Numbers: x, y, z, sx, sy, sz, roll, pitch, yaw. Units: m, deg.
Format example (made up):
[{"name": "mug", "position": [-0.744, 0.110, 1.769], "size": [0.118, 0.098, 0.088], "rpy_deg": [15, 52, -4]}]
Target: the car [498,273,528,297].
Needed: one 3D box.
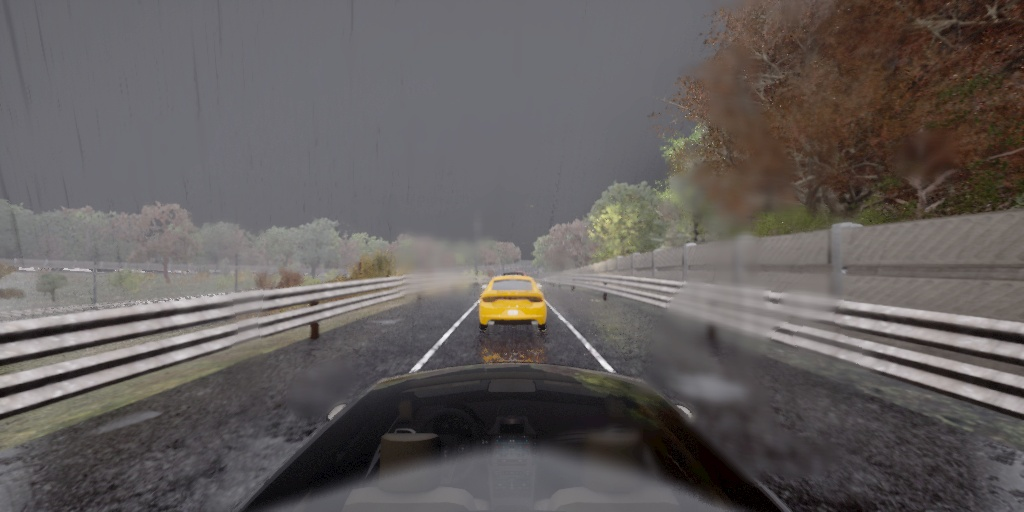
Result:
[{"name": "car", "position": [0.096, 1.906, 24.857], "size": [1.837, 1.490, 4.892], "rpy_deg": [0, -2, 1]}]

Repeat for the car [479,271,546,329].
[{"name": "car", "position": [0.028, 1.391, 11.879], "size": [1.882, 1.535, 5.008], "rpy_deg": [0, -1, 0]}]
